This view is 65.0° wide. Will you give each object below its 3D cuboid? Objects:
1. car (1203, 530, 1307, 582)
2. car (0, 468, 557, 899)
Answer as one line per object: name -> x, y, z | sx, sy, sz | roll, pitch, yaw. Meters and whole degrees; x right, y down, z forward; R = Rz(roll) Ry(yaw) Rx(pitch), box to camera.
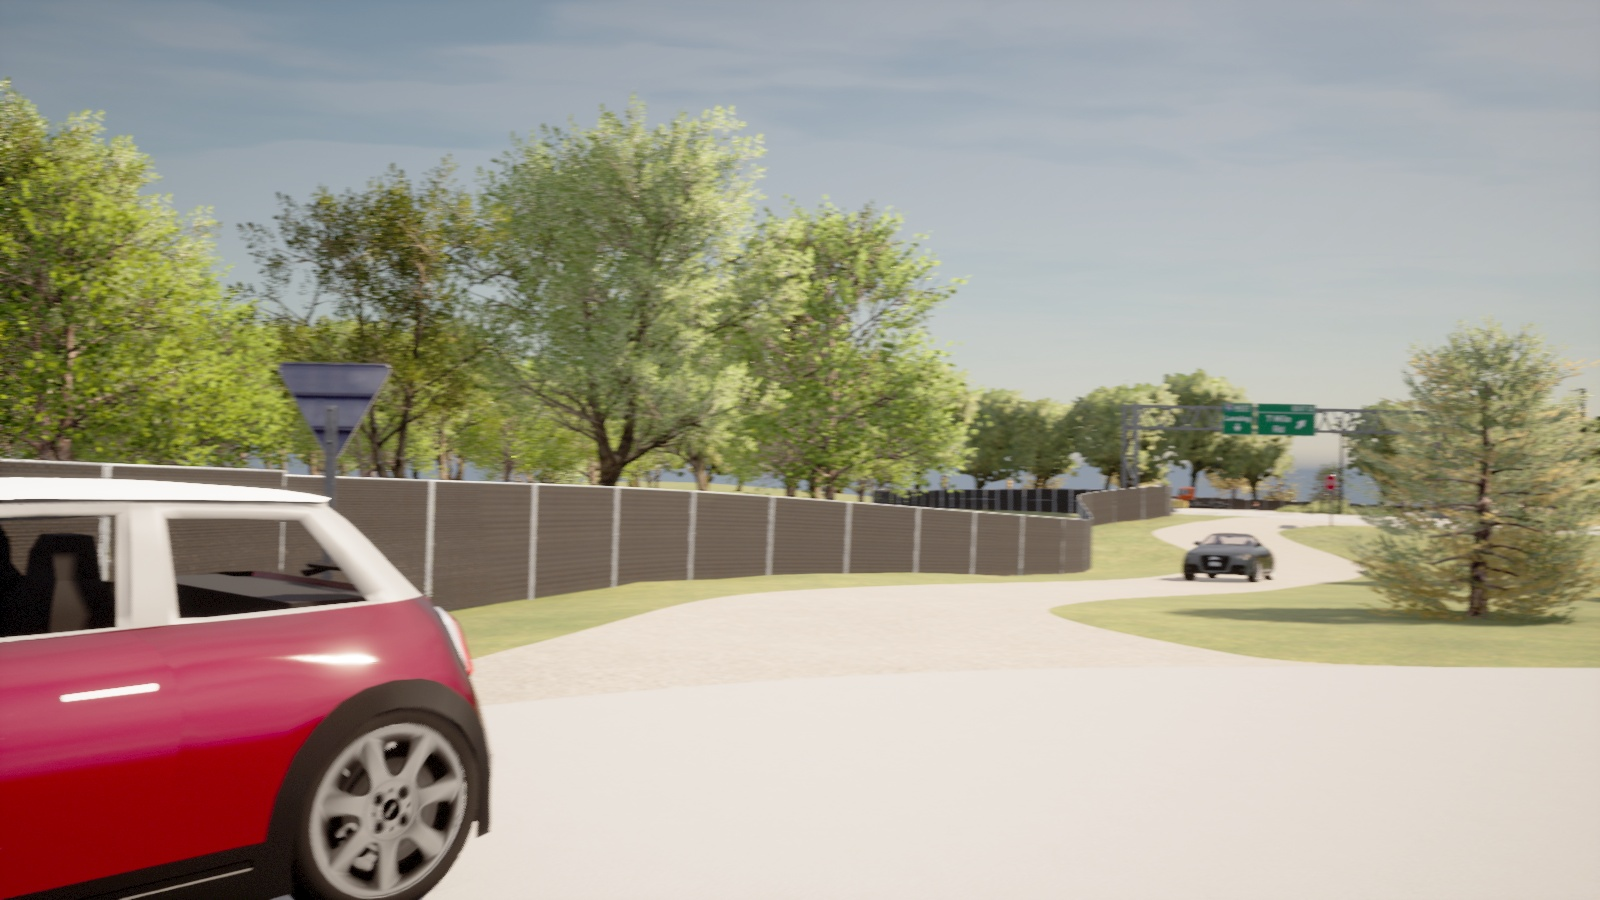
car -> 13.169, 3.004, 36.211 | 1.994, 1.385, 4.181 | -2, -4, 32
car -> -2.898, 0.800, 3.849 | 1.970, 1.475, 3.806 | 0, -1, 41
